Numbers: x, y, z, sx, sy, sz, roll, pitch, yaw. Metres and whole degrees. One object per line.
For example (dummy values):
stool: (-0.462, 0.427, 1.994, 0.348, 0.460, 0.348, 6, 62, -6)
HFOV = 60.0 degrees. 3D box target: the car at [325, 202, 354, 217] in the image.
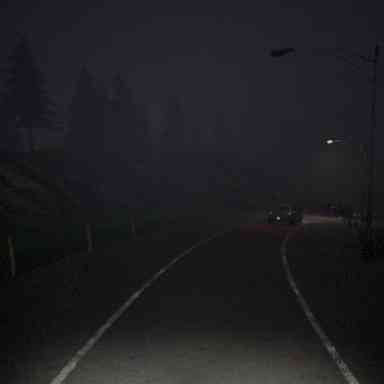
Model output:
car: (17.196, 1.972, 38.665, 2.128, 1.511, 4.902, 5, 2, 45)

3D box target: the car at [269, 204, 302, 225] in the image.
car: (7.293, 1.681, 25.837, 1.812, 1.442, 4.674, 2, 0, 28)
